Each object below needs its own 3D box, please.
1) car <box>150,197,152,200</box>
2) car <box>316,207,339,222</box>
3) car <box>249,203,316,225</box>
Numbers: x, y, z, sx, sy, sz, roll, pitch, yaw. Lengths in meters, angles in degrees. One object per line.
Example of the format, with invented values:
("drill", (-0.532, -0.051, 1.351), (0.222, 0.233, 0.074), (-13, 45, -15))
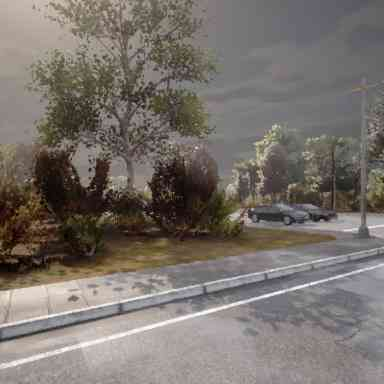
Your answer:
("car", (-6.108, 1.847, 52.976), (5.566, 2.045, 2.150), (-2, -1, 40))
("car", (9.027, 1.640, 27.196), (2.033, 1.411, 5.357), (0, -1, -39))
("car", (6.370, 1.596, 24.869), (1.837, 1.490, 4.892), (0, -1, -39))
